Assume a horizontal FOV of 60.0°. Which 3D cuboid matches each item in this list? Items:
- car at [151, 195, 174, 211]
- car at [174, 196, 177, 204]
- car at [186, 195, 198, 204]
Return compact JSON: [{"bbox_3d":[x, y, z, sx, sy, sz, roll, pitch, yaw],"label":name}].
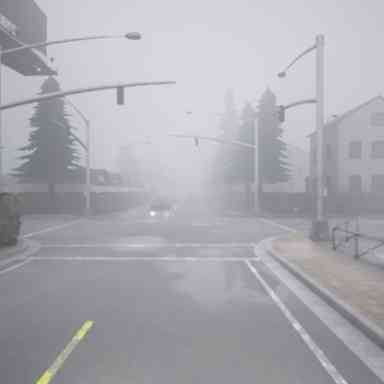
[{"bbox_3d":[-3.582,1.242,38.943,2.097,1.767,4.553,0,0,0],"label":"car"},{"bbox_3d":[-3.515,1.363,57.416,1.812,1.442,4.674,0,0,0],"label":"car"},{"bbox_3d":[0.012,1.322,60.151,2.128,1.511,4.902,0,0,0],"label":"car"}]
